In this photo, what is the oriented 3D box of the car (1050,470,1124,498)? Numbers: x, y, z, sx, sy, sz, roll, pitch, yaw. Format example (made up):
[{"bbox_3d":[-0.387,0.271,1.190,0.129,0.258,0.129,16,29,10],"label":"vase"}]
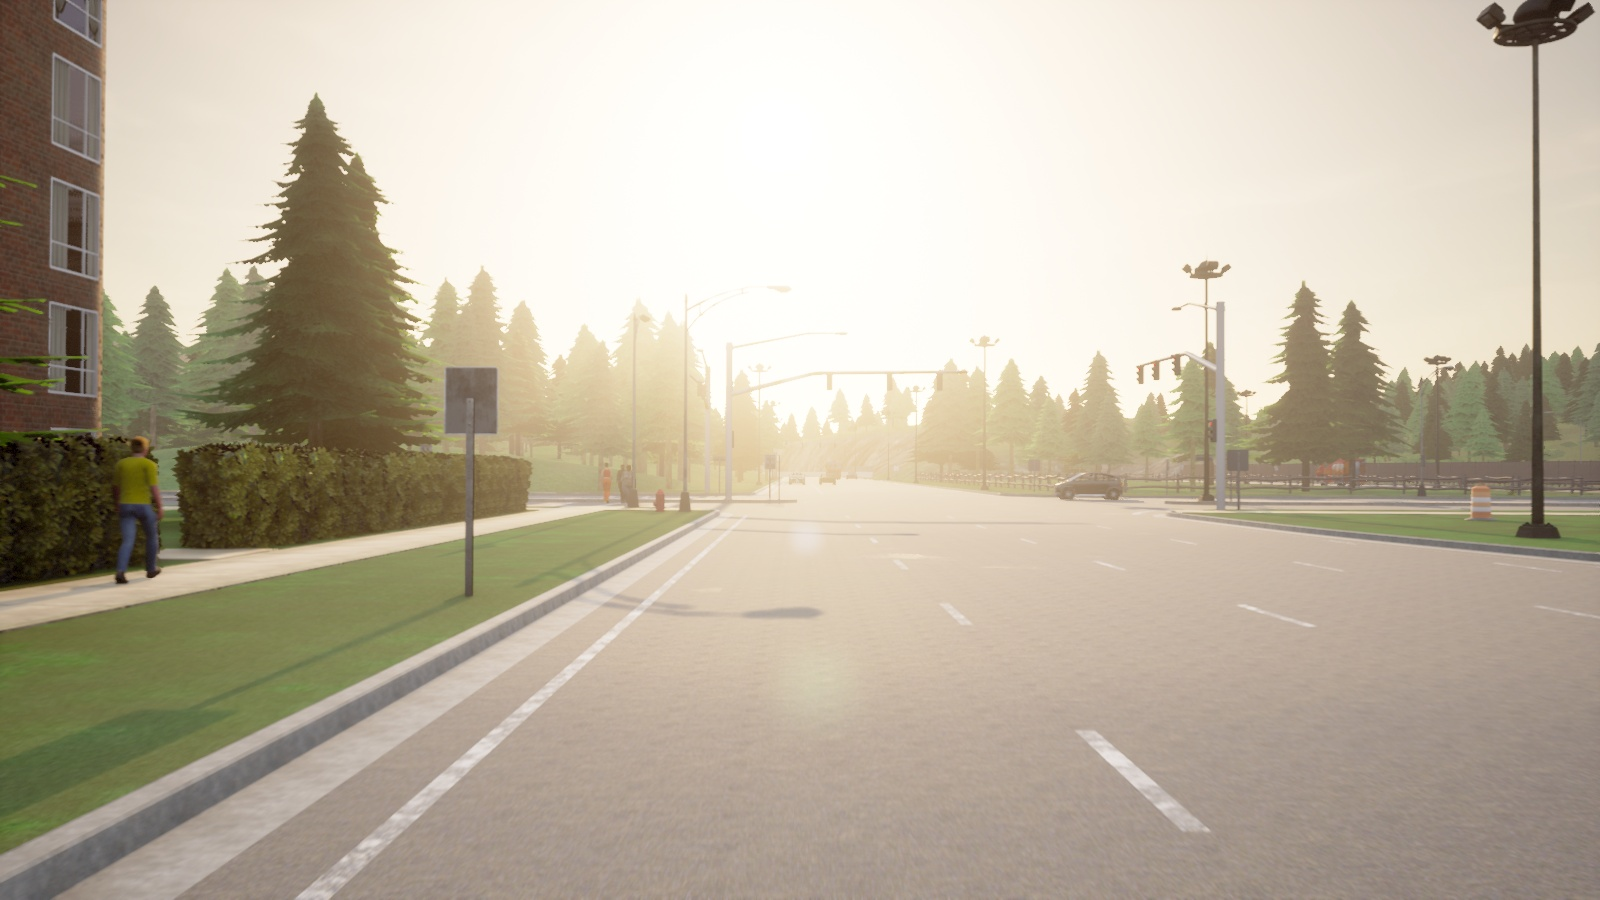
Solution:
[{"bbox_3d":[15.998,1.904,70.197,3.705,1.549,1.789,0,-1,0],"label":"car"}]

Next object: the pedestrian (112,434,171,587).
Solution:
[{"bbox_3d":[-8.096,0.735,15.452,0.354,1.836,0.706,0,-1,0],"label":"pedestrian"}]

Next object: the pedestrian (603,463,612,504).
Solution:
[{"bbox_3d":[-8.707,1.524,56.752,0.345,1.836,0.594,0,-1,-1],"label":"pedestrian"}]

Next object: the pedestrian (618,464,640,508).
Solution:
[{"bbox_3d":[-7.351,1.538,54.051,0.874,1.855,0.900,0,-1,-4],"label":"pedestrian"}]
